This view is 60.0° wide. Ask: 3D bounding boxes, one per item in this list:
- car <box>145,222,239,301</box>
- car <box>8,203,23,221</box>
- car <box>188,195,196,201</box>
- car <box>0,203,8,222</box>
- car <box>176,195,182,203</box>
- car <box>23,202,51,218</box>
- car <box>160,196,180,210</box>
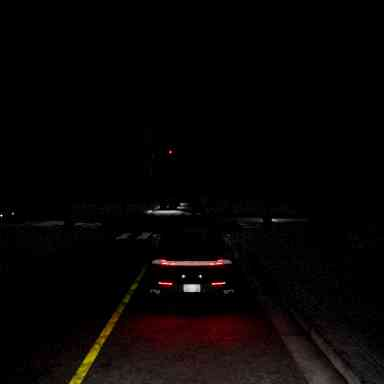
[{"bbox_3d":[0.000,1.492,8.323,2.128,1.511,4.902,0,0,0],"label":"car"},{"bbox_3d":[-15.688,1.209,24.011,5.566,2.045,2.150,0,0,0],"label":"car"},{"bbox_3d":[-0.013,1.451,81.346,1.812,1.442,4.674,0,0,0],"label":"car"},{"bbox_3d":[-14.773,1.540,21.469,4.313,1.339,1.947,0,0,0],"label":"car"},{"bbox_3d":[-2.851,1.487,51.438,1.812,1.442,4.674,0,0,0],"label":"car"},{"bbox_3d":[-14.769,1.581,29.496,4.313,1.339,1.947,0,0,0],"label":"car"},{"bbox_3d":[-2.858,1.539,41.369,1.994,1.385,4.181,0,0,0],"label":"car"}]
